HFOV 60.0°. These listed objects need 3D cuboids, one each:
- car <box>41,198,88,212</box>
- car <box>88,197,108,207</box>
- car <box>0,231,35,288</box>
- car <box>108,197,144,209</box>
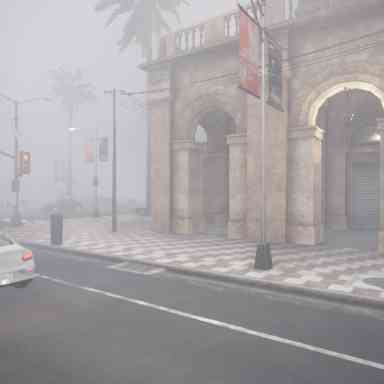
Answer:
[{"bbox_3d":[-14.866,1.505,38.300,1.837,1.490,4.892,0,0,36],"label":"car"},{"bbox_3d":[-13.852,1.513,51.049,2.161,1.482,4.786,0,0,35],"label":"car"},{"bbox_3d":[-5.564,1.526,7.919,4.674,1.442,1.812,0,0,36],"label":"car"},{"bbox_3d":[-8.989,1.601,46.516,1.895,1.301,4.718,0,0,36],"label":"car"}]
